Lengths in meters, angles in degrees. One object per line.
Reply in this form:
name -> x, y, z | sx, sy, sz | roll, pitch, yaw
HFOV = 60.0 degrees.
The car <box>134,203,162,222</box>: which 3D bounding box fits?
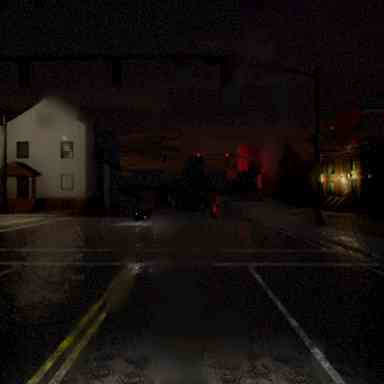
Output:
car -> -3.493, 1.613, 27.240 | 1.812, 1.442, 4.674 | 0, 0, 0
